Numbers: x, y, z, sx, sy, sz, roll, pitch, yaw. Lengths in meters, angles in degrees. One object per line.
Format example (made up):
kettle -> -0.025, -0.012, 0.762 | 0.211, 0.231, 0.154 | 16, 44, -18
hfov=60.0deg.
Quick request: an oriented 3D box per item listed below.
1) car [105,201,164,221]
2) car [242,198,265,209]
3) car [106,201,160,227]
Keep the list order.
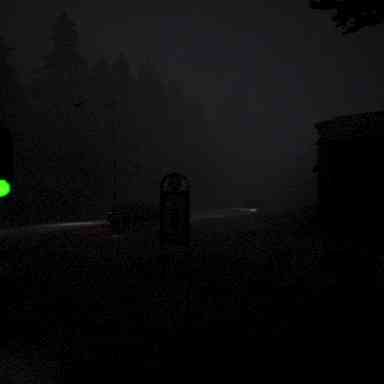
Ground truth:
car -> -4.895, 1.587, 29.000 | 2.128, 1.511, 4.902 | 0, 0, 36
car -> 8.969, 1.603, 48.341 | 1.837, 1.490, 4.892 | 0, -1, 36
car -> -3.779, 1.568, 23.507 | 2.128, 1.511, 4.902 | 0, 0, 35
